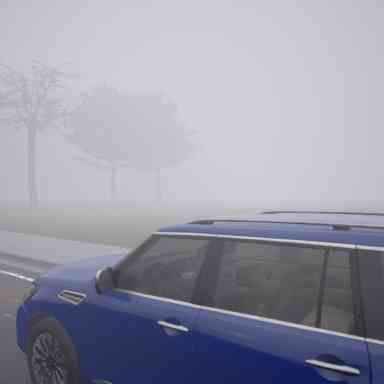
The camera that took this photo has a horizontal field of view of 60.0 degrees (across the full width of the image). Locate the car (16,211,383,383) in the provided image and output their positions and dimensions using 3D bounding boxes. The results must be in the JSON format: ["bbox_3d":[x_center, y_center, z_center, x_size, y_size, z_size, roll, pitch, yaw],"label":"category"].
[{"bbox_3d":[0.541,1.222,3.307,5.566,2.045,2.150,0,0,35],"label":"car"}]
